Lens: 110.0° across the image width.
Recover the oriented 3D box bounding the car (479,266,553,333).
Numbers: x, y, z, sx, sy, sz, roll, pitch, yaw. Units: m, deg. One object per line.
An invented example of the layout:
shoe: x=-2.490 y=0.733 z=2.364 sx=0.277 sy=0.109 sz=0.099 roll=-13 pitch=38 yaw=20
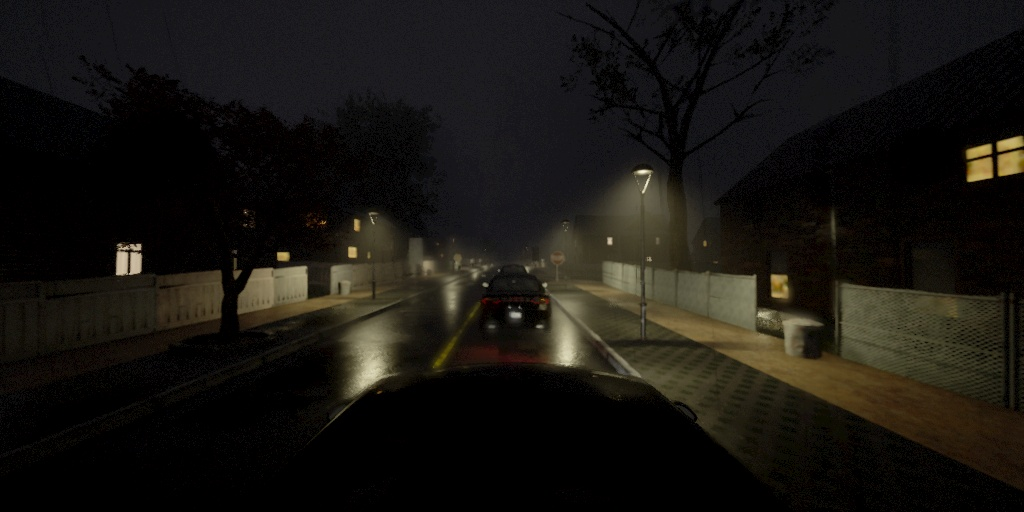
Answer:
car: x=0.097 y=1.248 z=10.913 sx=1.882 sy=1.535 sz=5.008 roll=0 pitch=0 yaw=0

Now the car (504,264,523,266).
car: x=0.092 y=1.279 z=22.822 sx=1.882 sy=1.535 sz=5.008 roll=0 pitch=0 yaw=0
